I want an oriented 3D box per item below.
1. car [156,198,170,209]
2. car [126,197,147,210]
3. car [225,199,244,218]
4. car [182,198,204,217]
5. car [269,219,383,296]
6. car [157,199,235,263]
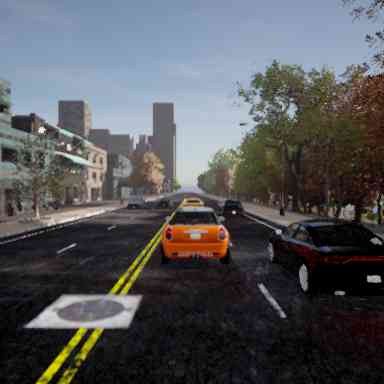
[{"bbox_3d":[-3.331,1.374,41.168,1.994,1.385,4.181,0,0,0],"label":"car"},{"bbox_3d":[-6.586,1.361,40.450,2.033,1.411,5.357,0,0,0],"label":"car"},{"bbox_3d":[3.355,1.371,28.971,1.837,1.490,4.892,0,0,0],"label":"car"},{"bbox_3d":[0.106,1.337,30.448,1.882,1.535,5.008,0,0,0],"label":"car"},{"bbox_3d":[3.352,1.438,8.596,1.882,1.535,5.008,0,0,0],"label":"car"},{"bbox_3d":[0.102,1.297,11.846,2.097,1.767,4.553,0,0,0],"label":"car"}]
